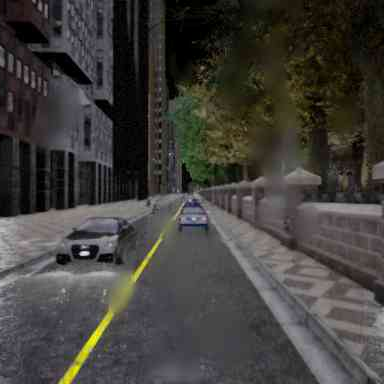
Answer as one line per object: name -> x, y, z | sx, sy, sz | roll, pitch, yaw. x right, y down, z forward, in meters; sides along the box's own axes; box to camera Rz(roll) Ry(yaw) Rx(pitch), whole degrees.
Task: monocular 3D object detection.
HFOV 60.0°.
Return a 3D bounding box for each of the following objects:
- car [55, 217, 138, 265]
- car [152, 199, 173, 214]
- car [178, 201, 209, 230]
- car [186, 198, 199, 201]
car -> -3.092, 1.576, 11.573 | 1.994, 1.385, 4.181 | 0, 0, 0
car -> -3.040, 1.503, 34.762 | 1.837, 1.490, 4.892 | 0, 0, 1
car -> 0.100, 1.558, 21.094 | 2.033, 1.411, 5.357 | 0, 0, 0
car -> 0.086, 1.464, 40.451 | 1.882, 1.535, 5.008 | 0, 0, 0
